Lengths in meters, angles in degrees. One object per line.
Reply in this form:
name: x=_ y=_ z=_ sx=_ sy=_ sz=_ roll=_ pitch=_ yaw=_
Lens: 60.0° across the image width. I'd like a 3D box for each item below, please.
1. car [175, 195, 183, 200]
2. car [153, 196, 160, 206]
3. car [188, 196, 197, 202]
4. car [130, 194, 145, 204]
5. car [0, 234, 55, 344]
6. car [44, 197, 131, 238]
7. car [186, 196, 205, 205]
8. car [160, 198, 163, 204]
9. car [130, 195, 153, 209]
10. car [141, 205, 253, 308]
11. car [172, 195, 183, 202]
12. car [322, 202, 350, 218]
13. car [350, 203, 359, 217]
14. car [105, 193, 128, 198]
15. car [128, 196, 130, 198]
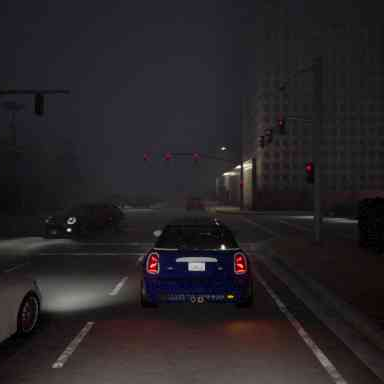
car: x=-3.298 y=1.423 z=83.794 sx=1.895 sy=1.301 sz=4.718 roll=0 pitch=0 yaw=0
car: x=-6.947 y=1.505 z=55.239 sx=1.837 sy=1.490 sz=4.892 roll=0 pitch=0 yaw=0
car: x=0.181 y=1.535 z=75.131 sx=2.033 sy=1.411 sz=5.357 roll=0 pitch=0 yaw=0
car: x=-10.396 y=1.352 z=63.665 sx=2.097 sy=1.767 sz=4.553 roll=0 pitch=0 yaw=1
car: x=-3.430 y=1.526 z=3.640 sx=1.812 sy=1.442 sz=4.674 roll=0 pitch=0 yaw=1
car: x=-5.700 y=1.384 z=18.156 sx=2.097 sy=1.767 sz=4.553 roll=0 pitch=0 yaw=27
car: x=0.345 y=1.351 z=40.449 sx=2.097 sy=1.767 sz=4.553 roll=0 pitch=0 yaw=-4
car: x=-6.885 y=1.564 z=65.285 sx=1.994 sy=1.385 sz=4.181 roll=0 pitch=0 yaw=0
car: x=-6.973 y=1.526 z=46.345 sx=1.812 sy=1.442 sz=4.674 roll=0 pitch=0 yaw=0
car: x=0.102 y=1.352 z=8.070 sx=2.097 sy=1.767 sz=4.553 roll=0 pitch=0 yaw=0
car: x=-3.323 y=1.469 z=73.542 sx=1.882 sy=1.535 sz=5.008 roll=0 pitch=0 yaw=0
car: x=13.674 y=1.619 z=30.441 sx=4.181 sy=1.385 sz=1.994 roll=0 pitch=0 yaw=0
car: x=15.866 y=1.560 z=26.940 sx=4.892 sy=1.490 sz=1.837 roll=0 pitch=0 yaw=0
car: x=-10.484 y=1.221 z=44.114 sx=2.150 sy=2.045 sz=5.566 roll=0 pitch=0 yaw=0
car: x=-10.455 y=1.478 z=53.885 sx=1.882 sy=1.535 sz=5.008 roll=0 pitch=0 yaw=0
